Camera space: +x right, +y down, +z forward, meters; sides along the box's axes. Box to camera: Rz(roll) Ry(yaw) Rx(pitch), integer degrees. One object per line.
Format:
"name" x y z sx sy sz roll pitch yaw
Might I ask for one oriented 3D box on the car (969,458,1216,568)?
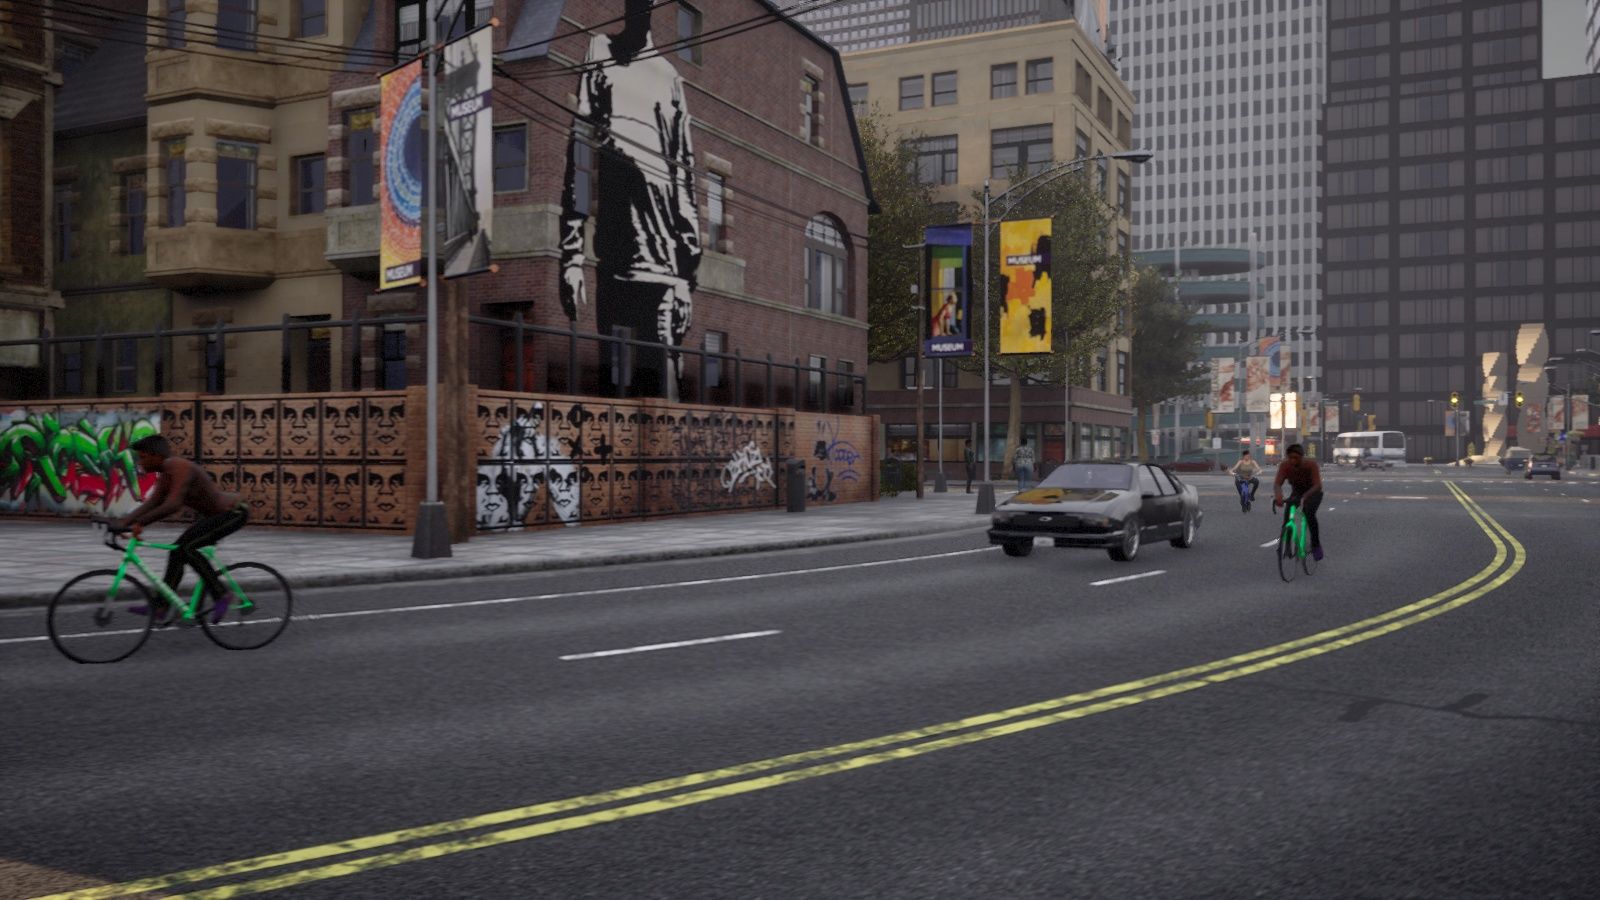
"car" 4.620 0.838 19.101 2.033 1.411 5.357 0 0 32

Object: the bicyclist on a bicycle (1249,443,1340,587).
"bicyclist on a bicycle" 5.891 0.728 14.910 0.582 1.620 1.656 -1 0 37

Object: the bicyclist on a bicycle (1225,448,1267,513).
"bicyclist on a bicycle" 11.351 0.749 31.936 0.866 1.612 1.509 0 0 25

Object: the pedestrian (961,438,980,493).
"pedestrian" 5.693 0.514 42.020 0.614 1.847 0.353 0 0 4

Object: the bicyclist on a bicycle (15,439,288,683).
"bicyclist on a bicycle" -4.657 0.737 9.077 1.656 1.620 0.582 0 0 -39

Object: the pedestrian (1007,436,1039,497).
"pedestrian" 6.952 0.502 39.051 0.874 1.855 0.900 0 0 17

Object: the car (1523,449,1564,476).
"car" 45.305 0.759 76.579 1.851 1.617 3.988 0 0 26
